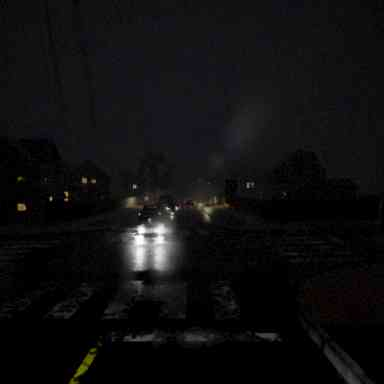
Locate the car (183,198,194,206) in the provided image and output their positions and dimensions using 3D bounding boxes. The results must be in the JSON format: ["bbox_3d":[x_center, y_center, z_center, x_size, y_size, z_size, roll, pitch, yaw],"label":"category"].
[{"bbox_3d":[-0.643,1.776,56.873,1.895,1.301,4.718,0,0,-1],"label":"car"}]

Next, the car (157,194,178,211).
[{"bbox_3d":[-3.261,1.312,42.799,2.150,2.045,5.566,0,-1,-1],"label":"car"}]

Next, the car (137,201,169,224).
[{"bbox_3d":[-2.991,1.628,25.327,1.895,1.301,4.718,0,0,-1],"label":"car"}]

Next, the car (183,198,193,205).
[{"bbox_3d":[-0.821,1.857,66.900,1.895,1.301,4.718,0,0,-2],"label":"car"}]

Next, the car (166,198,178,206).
[{"bbox_3d":[-3.446,1.796,59.319,1.895,1.301,4.718,0,0,0],"label":"car"}]
